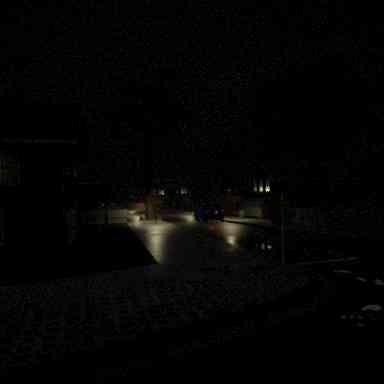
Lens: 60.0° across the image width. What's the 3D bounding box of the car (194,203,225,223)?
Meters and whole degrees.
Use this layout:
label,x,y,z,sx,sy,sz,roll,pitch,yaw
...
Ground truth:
label,x,y,z,sx,sy,sz,roll,pitch,yaw
car,1.857,2.277,36.733,2.150,2.045,5.566,-1,-2,-14
